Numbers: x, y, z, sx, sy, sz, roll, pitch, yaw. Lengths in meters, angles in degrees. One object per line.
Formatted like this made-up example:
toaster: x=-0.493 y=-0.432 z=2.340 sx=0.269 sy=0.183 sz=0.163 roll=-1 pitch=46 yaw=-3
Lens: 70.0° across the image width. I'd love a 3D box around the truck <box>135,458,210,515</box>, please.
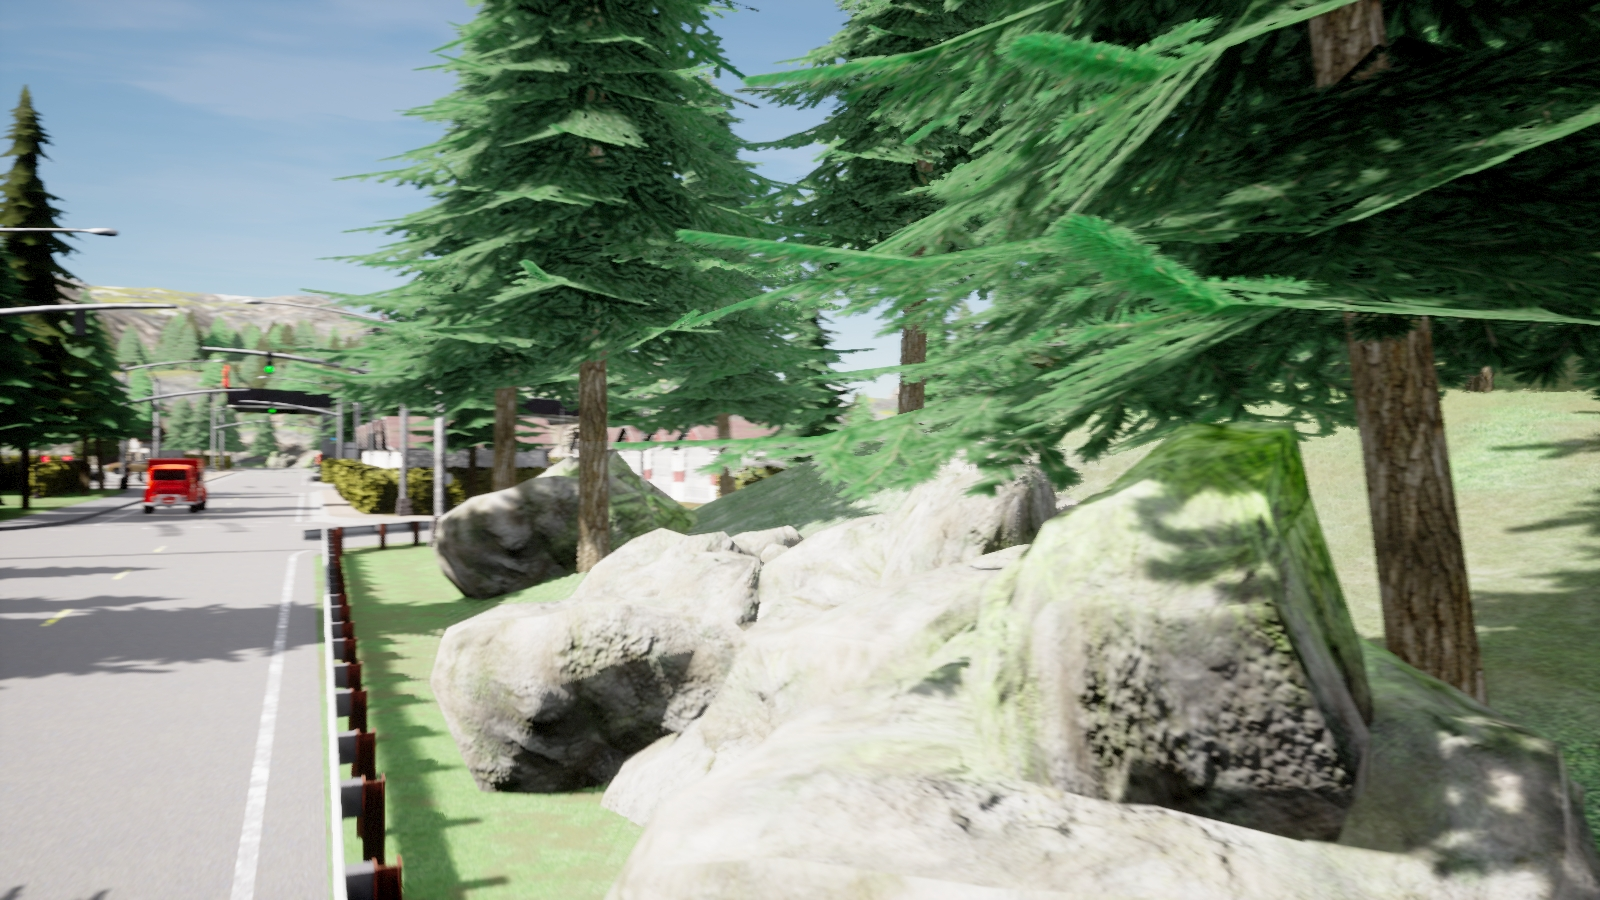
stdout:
truck: x=-28.767 y=1.612 z=52.538 sx=2.627 sy=2.467 sz=5.204 roll=0 pitch=0 yaw=-24
